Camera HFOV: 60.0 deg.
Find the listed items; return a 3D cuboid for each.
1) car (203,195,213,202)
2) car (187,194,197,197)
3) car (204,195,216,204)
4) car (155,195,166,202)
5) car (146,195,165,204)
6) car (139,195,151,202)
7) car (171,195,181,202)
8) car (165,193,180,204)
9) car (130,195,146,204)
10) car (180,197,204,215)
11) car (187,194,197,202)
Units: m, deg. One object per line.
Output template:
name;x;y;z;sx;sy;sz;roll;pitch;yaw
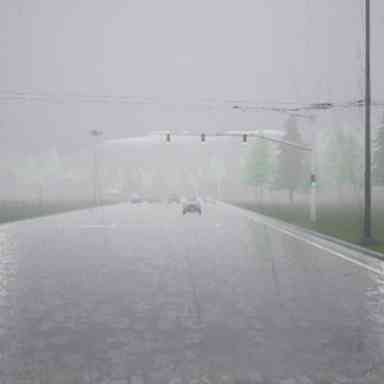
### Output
car;3.499;1.455;74.139;1.994;1.385;4.181;0;0;0
car;-0.001;1.469;63.866;1.837;1.490;4.892;0;0;0
car;3.499;1.491;63.877;1.812;1.442;4.674;0;0;0
car;-7.001;1.448;74.140;2.033;1.411;5.357;0;0;0
car;-7.001;1.317;64.083;2.097;1.767;4.553;0;0;0
car;-10.501;1.460;74.140;1.994;1.385;4.181;0;0;0
car;-3.501;1.458;74.139;1.994;1.385;4.181;0;0;0
car;-3.501;1.186;63.673;2.150;2.045;5.566;0;0;0
car;-10.501;1.565;63.967;1.895;1.301;4.718;0;0;0
car;0.000;1.507;33.908;1.812;1.442;4.674;0;0;0
car;-0.001;1.258;74.109;2.097;1.767;4.553;0;0;0
